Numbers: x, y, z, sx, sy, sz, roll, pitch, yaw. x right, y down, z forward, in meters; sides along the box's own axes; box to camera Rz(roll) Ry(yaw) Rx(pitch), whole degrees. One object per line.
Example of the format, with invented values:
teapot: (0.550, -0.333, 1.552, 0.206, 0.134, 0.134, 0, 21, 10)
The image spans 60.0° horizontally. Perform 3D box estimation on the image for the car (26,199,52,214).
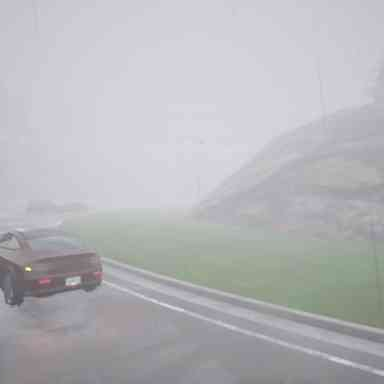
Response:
car: (-16.813, 1.555, 37.787, 2.097, 1.767, 4.553, 0, 0, 3)

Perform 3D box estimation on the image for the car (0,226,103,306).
car: (-3.851, 1.571, 8.196, 1.812, 1.442, 4.674, 0, 0, -42)

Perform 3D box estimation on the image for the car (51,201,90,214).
car: (-13.479, 1.773, 38.095, 2.033, 1.411, 5.357, 0, 0, 5)
